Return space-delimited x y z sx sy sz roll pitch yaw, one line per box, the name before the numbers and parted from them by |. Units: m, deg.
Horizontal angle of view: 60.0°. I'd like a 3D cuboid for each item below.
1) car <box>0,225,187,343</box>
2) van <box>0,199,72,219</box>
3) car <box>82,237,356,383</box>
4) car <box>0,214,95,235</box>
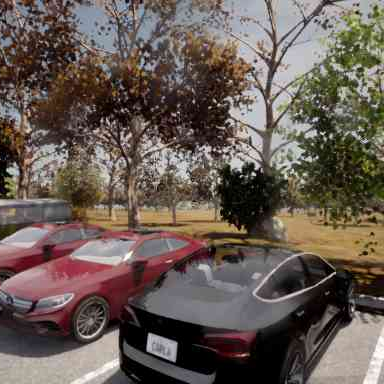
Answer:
car | -1.305 1.508 6.709 2.002 1.452 4.674 0 0 36
van | -5.816 1.211 9.783 1.878 1.987 4.442 0 1 35
car | 1.077 1.509 5.033 2.163 1.488 4.792 0 0 36
car | -3.569 1.491 8.332 2.002 1.452 4.674 0 0 36
